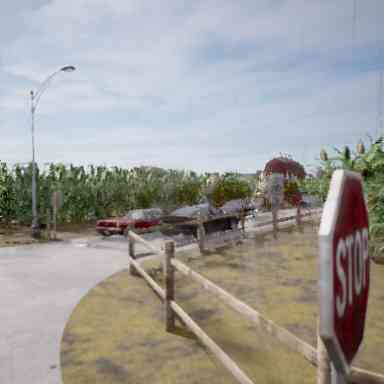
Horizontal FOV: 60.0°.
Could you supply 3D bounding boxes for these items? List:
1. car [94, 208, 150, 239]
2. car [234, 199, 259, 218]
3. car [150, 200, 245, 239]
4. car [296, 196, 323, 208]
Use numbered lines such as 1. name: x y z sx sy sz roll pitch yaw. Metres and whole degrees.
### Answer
1. car: -2.610 1.546 17.148 1.895 1.301 4.718 -1 0 38
2. car: 3.447 1.313 25.310 2.128 1.511 4.902 -1 0 36
3. car: 0.481 1.365 16.482 1.882 1.535 5.008 -1 0 36
4. car: 14.115 1.153 39.740 2.033 1.411 5.357 -1 0 37
